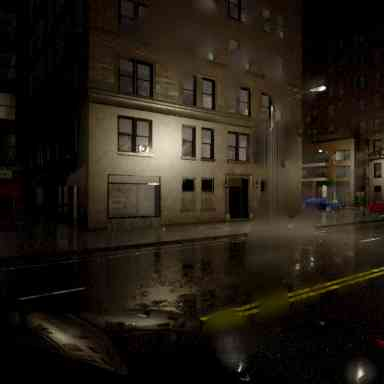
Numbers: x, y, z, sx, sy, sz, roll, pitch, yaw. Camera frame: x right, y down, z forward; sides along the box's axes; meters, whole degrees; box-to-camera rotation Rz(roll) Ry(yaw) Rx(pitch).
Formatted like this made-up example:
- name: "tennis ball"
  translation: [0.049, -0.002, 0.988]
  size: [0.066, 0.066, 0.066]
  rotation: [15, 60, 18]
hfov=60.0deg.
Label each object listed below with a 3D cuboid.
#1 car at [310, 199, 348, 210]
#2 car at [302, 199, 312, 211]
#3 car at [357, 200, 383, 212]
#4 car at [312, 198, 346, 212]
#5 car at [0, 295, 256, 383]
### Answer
- name: "car"
  translation: [18.037, 1.577, 43.876]
  size: [1.947, 1.339, 4.313]
  rotation: [0, 0, -36]
- name: "car"
  translation: [11.507, 1.421, 39.213]
  size: [1.967, 1.590, 4.097]
  rotation: [0, 0, -36]
- name: "car"
  translation: [20.357, 1.568, 36.353]
  size: [1.994, 1.385, 4.181]
  rotation: [0, 0, -40]
- name: "car"
  translation: [14.972, 1.469, 38.724]
  size: [1.882, 1.535, 5.008]
  rotation: [0, 0, -36]
- name: "car"
  translation: [-1.581, 1.526, 2.308]
  size: [4.674, 1.442, 1.812]
  rotation: [0, 0, -36]
